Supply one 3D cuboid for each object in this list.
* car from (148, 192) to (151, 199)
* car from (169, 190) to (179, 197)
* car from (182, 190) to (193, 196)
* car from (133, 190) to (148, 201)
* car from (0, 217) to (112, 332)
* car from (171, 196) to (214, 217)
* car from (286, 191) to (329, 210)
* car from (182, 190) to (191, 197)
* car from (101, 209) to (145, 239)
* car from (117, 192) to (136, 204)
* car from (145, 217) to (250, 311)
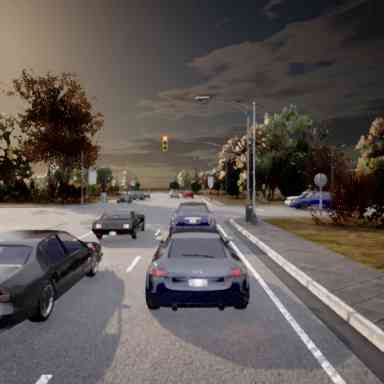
[{"bbox_3d":[-11.248,0.811,81.375,1.882,1.535,5.008,0,1,-2],"label":"car"},{"bbox_3d":[-4.394,0.842,84.192,1.994,1.385,4.181,0,1,-4],"label":"car"},{"bbox_3d":[-0.845,0.522,83.516,2.150,2.045,5.566,0,1,-4],"label":"car"},{"bbox_3d":[-10.842,0.727,66.748,2.150,2.045,5.566,0,1,0],"label":"car"},{"bbox_3d":[-3.423,1.524,7.106,2.033,1.411,5.357,0,0,-1],"label":"car"},{"bbox_3d":[0.029,1.262,16.431,2.097,1.767,4.553,0,0,0],"label":"car"},{"bbox_3d":[13.988,0.974,37.509,5.566,2.045,2.150,0,0,-3],"label":"car"},{"bbox_3d":[-1.671,0.343,94.163,2.097,1.767,4.553,0,1,-7],"label":"car"},{"bbox_3d":[-3.492,1.509,16.750,1.895,1.301,4.718,0,0,-1],"label":"car"},{"bbox_3d":[-10.823,1.192,53.814,1.994,1.385,4.181,0,0,0],"label":"car"},{"bbox_3d":[0.074,1.536,7.797,1.994,1.385,4.181,0,0,-1],"label":"car"}]
